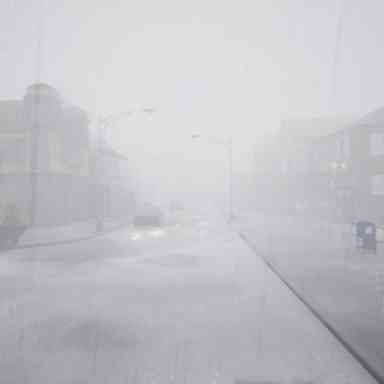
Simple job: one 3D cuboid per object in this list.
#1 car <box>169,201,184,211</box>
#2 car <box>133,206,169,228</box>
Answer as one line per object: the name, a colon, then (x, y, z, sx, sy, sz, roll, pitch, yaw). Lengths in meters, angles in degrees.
car: (-2.421, 2.112, 51.417, 1.812, 1.442, 4.674, -1, -1, 2)
car: (-3.197, 1.830, 25.352, 1.882, 1.535, 5.008, -1, 0, 2)
